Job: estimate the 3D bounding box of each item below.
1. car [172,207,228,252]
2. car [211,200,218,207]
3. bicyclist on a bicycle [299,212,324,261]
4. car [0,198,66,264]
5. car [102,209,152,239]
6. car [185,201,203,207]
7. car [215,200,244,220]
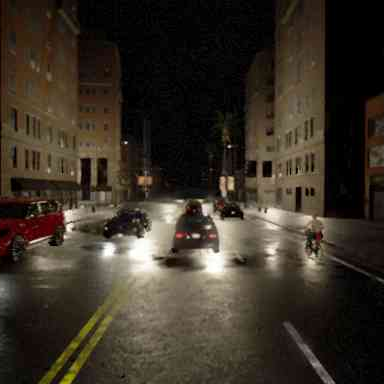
[{"bbox_3d":[0.149,1.598,14.116,2.033,1.411,5.357,0,0,0],"label":"car"},{"bbox_3d":[3.407,1.682,39.503,1.837,1.490,4.892,0,0,0],"label":"car"},{"bbox_3d":[4.207,1.486,11.494,0.866,1.612,1.509,0,0,0],"label":"bicyclist on a bicycle"},{"bbox_3d":[-6.558,1.251,12.289,2.150,2.045,5.566,0,0,0],"label":"car"},{"bbox_3d":[-3.285,1.607,17.906,2.033,1.411,5.357,0,0,0],"label":"car"},{"bbox_3d":[0.241,1.678,35.818,1.812,1.442,4.674,0,0,0],"label":"car"},{"bbox_3d":[3.425,1.693,29.508,1.994,1.385,4.181,0,0,1],"label":"car"}]
